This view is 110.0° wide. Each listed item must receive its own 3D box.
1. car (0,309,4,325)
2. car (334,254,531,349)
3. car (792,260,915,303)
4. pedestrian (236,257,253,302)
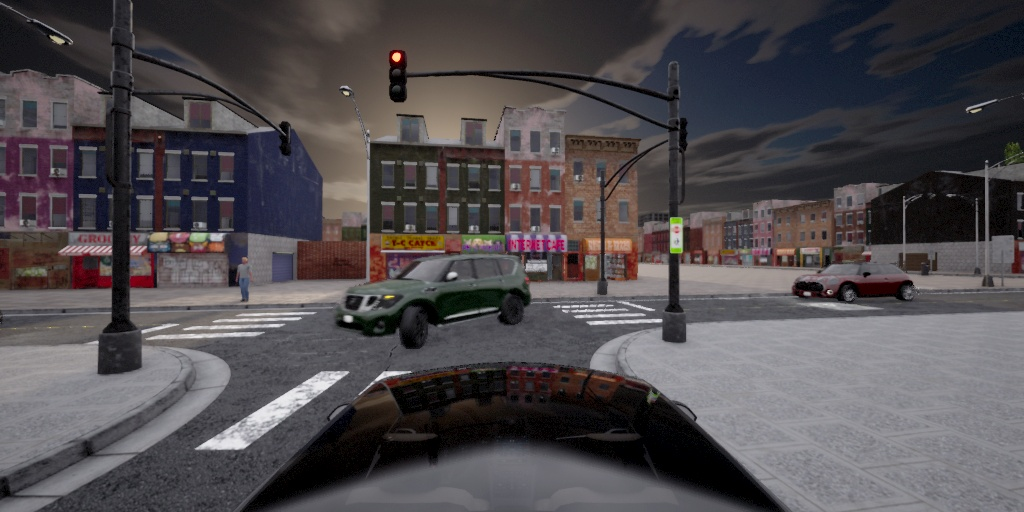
[{"bbox_3d":[-15.409,1.281,8.348,4.902,1.511,2.128,0,0,-8],"label":"car"},{"bbox_3d":[-1.740,0.978,9.727,2.150,2.045,5.566,-2,-2,39],"label":"car"},{"bbox_3d":[15.200,1.071,16.112,4.553,1.767,2.097,0,0,-9],"label":"car"},{"bbox_3d":[-11.105,0.951,14.941,0.375,1.860,0.375,0,0,-9],"label":"pedestrian"}]
